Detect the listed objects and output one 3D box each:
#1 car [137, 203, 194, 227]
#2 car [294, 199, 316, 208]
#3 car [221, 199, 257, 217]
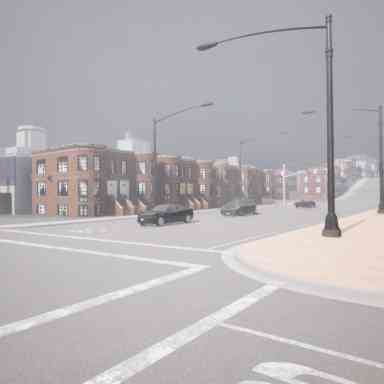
[{"bbox_3d":[-1.884,1.605,24.576,1.882,1.535,5.008,-1,-1,37],"label":"car"},{"bbox_3d":[16.820,1.718,49.424,1.895,1.301,4.718,-1,-1,37],"label":"car"},{"bbox_3d":[4.747,1.476,33.426,2.097,1.767,4.553,-1,0,37],"label":"car"}]
